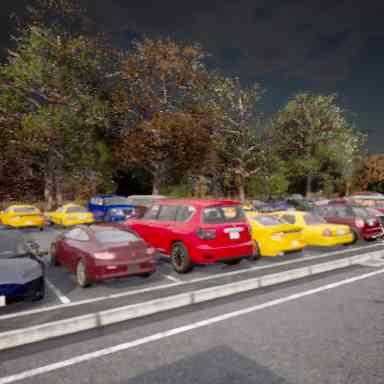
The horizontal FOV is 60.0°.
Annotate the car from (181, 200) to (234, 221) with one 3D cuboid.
[{"bbox_3d":[1.194,1.497,28.202,2.002,1.452,4.674,0,0,-35],"label":"car"}]

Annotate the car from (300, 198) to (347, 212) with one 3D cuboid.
[{"bbox_3d":[14.871,1.405,37.802,2.002,1.452,4.674,0,0,-35],"label":"car"}]

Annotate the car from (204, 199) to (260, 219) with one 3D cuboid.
[{"bbox_3d":[3.472,1.442,29.804,2.097,1.535,5.008,0,0,-35],"label":"car"}]

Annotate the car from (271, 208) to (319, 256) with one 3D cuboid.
[{"bbox_3d":[1.906,1.501,12.712,2.097,1.535,5.008,0,0,-35],"label":"car"}]

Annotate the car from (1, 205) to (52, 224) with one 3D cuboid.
[{"bbox_3d":[-10.300,1.526,20.125,2.097,1.535,5.008,0,0,-35],"label":"car"}]

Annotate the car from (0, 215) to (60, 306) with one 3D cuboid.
[{"bbox_3d":[-4.917,1.567,7.894,2.163,1.488,4.792,0,0,-35],"label":"car"}]

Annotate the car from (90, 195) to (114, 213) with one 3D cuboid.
[{"bbox_3d":[-5.628,1.247,23.376,2.435,2.045,5.566,0,0,-35],"label":"car"}]

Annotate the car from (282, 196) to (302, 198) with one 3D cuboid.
[{"bbox_3d":[8.016,1.442,33.022,2.163,1.488,4.792,0,0,-35],"label":"car"}]

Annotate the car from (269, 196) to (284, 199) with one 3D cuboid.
[{"bbox_3d":[5.751,1.429,31.405,2.231,1.521,4.892,0,0,-35],"label":"car"}]

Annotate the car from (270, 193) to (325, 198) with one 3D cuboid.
[{"bbox_3d":[10.330,1.146,34.576,2.435,2.045,5.566,0,0,-35],"label":"car"}]

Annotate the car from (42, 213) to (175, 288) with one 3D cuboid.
[{"bbox_3d":[-2.652,1.568,9.516,2.002,1.452,4.674,0,0,-35],"label":"car"}]

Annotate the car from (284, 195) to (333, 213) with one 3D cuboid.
[{"bbox_3d":[12.610,1.255,36.173,2.185,1.767,4.553,0,0,-35],"label":"car"}]

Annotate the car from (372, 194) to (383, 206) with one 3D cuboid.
[{"bbox_3d":[28.532,1.131,47.424,2.185,1.767,4.553,0,0,-35],"label":"car"}]

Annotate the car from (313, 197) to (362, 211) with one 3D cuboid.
[{"bbox_3d":[17.155,1.348,39.395,2.097,1.535,5.008,0,0,-35],"label":"car"}]

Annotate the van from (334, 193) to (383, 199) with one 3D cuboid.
[{"bbox_3d":[10.947,1.219,19.207,1.878,1.987,4.442,0,0,-35],"label":"van"}]

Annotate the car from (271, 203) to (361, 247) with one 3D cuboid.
[{"bbox_3d":[4.074,1.484,14.467,1.946,1.575,5.366,0,0,-35],"label":"car"}]

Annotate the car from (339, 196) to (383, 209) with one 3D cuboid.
[{"bbox_3d":[21.708,1.312,42.602,2.097,1.535,5.008,0,0,-35],"label":"car"}]

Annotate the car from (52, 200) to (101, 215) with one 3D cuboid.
[{"bbox_3d":[-8.029,1.509,21.952,1.946,1.575,5.366,0,0,-35],"label":"car"}]

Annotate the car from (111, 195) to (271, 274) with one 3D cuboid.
[{"bbox_3d":[-0.393,1.263,11.140,2.435,2.045,5.566,0,0,-35],"label":"car"}]

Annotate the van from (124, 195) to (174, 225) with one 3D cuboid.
[{"bbox_3d":[-3.297,1.259,24.904,1.878,1.987,4.442,0,0,-35],"label":"van"}]

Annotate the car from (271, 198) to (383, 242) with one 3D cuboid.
[{"bbox_3d":[6.374,1.348,15.816,2.185,1.767,4.553,0,0,-35],"label":"car"}]
